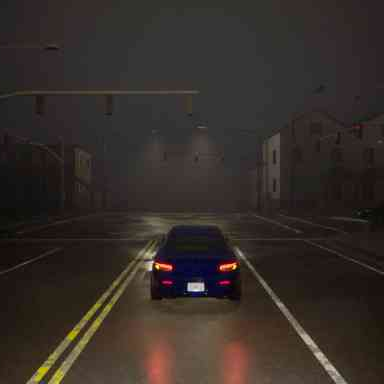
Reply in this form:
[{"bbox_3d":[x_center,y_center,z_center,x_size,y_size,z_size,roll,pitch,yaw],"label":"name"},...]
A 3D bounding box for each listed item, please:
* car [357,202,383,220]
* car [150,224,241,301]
[{"bbox_3d":[16.370,1.526,27.970,4.674,1.442,1.812,0,0,-1],"label":"car"},{"bbox_3d":[0.087,1.526,8.219,1.812,1.442,4.674,0,0,0],"label":"car"}]
